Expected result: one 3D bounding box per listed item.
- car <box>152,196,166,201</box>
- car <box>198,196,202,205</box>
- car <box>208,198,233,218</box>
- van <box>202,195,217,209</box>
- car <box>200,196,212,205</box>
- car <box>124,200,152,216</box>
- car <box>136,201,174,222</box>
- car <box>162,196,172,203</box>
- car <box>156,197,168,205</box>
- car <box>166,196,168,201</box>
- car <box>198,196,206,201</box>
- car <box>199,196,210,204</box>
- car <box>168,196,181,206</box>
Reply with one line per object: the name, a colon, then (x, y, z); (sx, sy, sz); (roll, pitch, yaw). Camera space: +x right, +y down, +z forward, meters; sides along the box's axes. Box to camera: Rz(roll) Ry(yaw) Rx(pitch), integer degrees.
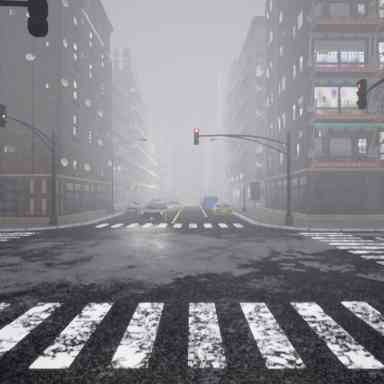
car: (-5.370, 1.613, 49.581); (1.802, 1.307, 4.206); (1, 0, 0)
car: (2.513, 1.346, 49.649); (2.192, 1.841, 5.009); (1, 0, 0)
car: (2.665, 1.537, 30.162); (1.752, 1.417, 4.829); (1, 0, 0)
van: (2.553, 1.366, 43.996); (1.690, 1.788, 3.998); (1, 0, 0)
car: (2.497, 1.485, 60.962); (1.967, 1.590, 4.097); (1, 0, 0)
car: (-5.477, 1.565, 32.607); (2.008, 1.369, 4.403); (1, 0, 0)
car: (-2.834, 1.611, 26.336); (1.895, 1.301, 4.718); (0, 0, 3)
car: (-5.398, 1.612, 72.212); (2.008, 1.369, 4.403); (1, 0, 0)
car: (-5.384, 1.627, 60.896); (1.802, 1.307, 4.206); (1, 0, 0)
car: (-5.376, 1.563, 55.069); (1.752, 1.417, 4.829); (1, 0, 0)
car: (2.467, 1.626, 83.586); (1.887, 1.381, 4.507); (1, 0, 0)
car: (2.489, 1.604, 66.618); (2.008, 1.369, 4.403); (1, 0, 0)
car: (-2.822, 1.497, 56.361); (2.033, 1.411, 5.357); (0, 0, 0)
